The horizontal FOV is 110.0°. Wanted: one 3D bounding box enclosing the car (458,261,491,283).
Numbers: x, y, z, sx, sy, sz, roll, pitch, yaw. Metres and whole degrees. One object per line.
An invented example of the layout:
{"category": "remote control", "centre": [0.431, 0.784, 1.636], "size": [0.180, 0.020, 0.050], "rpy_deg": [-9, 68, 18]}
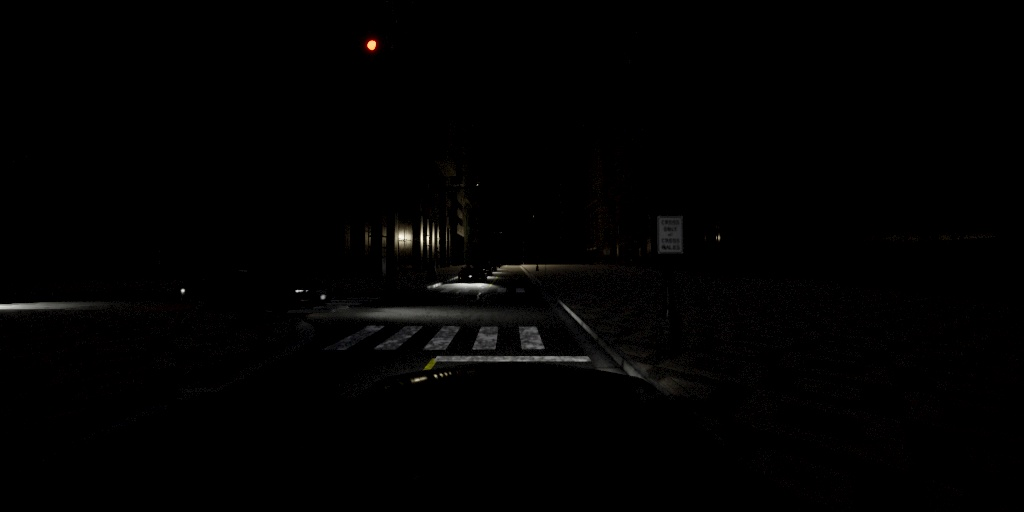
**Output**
{"category": "car", "centre": [-3.036, 1.327, 28.430], "size": [1.994, 1.385, 4.181], "rpy_deg": [0, 0, 1]}

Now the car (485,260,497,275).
{"category": "car", "centre": [-3.025, 1.331, 37.752], "size": [2.033, 1.411, 5.357], "rpy_deg": [0, 0, 0]}

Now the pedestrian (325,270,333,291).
{"category": "pedestrian", "centre": [-9.971, 0.974, 19.612], "size": [0.375, 1.860, 0.375], "rpy_deg": [0, -1, 0]}

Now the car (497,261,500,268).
{"category": "car", "centre": [-2.994, 1.321, 48.069], "size": [1.837, 1.490, 4.892], "rpy_deg": [0, 0, 0]}

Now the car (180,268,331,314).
{"category": "car", "centre": [-9.133, 1.186, 12.935], "size": [4.902, 1.511, 2.128], "rpy_deg": [0, -1, 6]}
